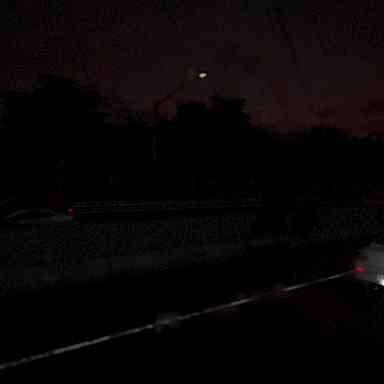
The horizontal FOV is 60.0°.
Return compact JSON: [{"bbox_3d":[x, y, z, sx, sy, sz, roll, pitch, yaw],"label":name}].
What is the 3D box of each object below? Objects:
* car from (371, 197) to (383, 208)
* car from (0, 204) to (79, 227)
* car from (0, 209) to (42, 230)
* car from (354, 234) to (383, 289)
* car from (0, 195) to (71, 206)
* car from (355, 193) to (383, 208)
[{"bbox_3d":[26.138,1.358,44.095,5.357,1.411,2.033,0,0,-35],"label":"car"},{"bbox_3d":[-7.775,1.512,15.644,4.674,1.442,1.812,0,0,-35],"label":"car"},{"bbox_3d":[-7.878,1.526,11.271,4.674,1.442,1.812,0,0,-35],"label":"car"},{"bbox_3d":[5.582,1.481,7.728,4.674,1.442,1.812,0,0,-36],"label":"car"},{"bbox_3d":[-9.524,1.206,18.695,5.566,2.045,2.150,0,0,-35],"label":"car"},{"bbox_3d":[16.228,1.089,28.455,5.566,2.045,2.150,0,0,-35],"label":"car"}]
